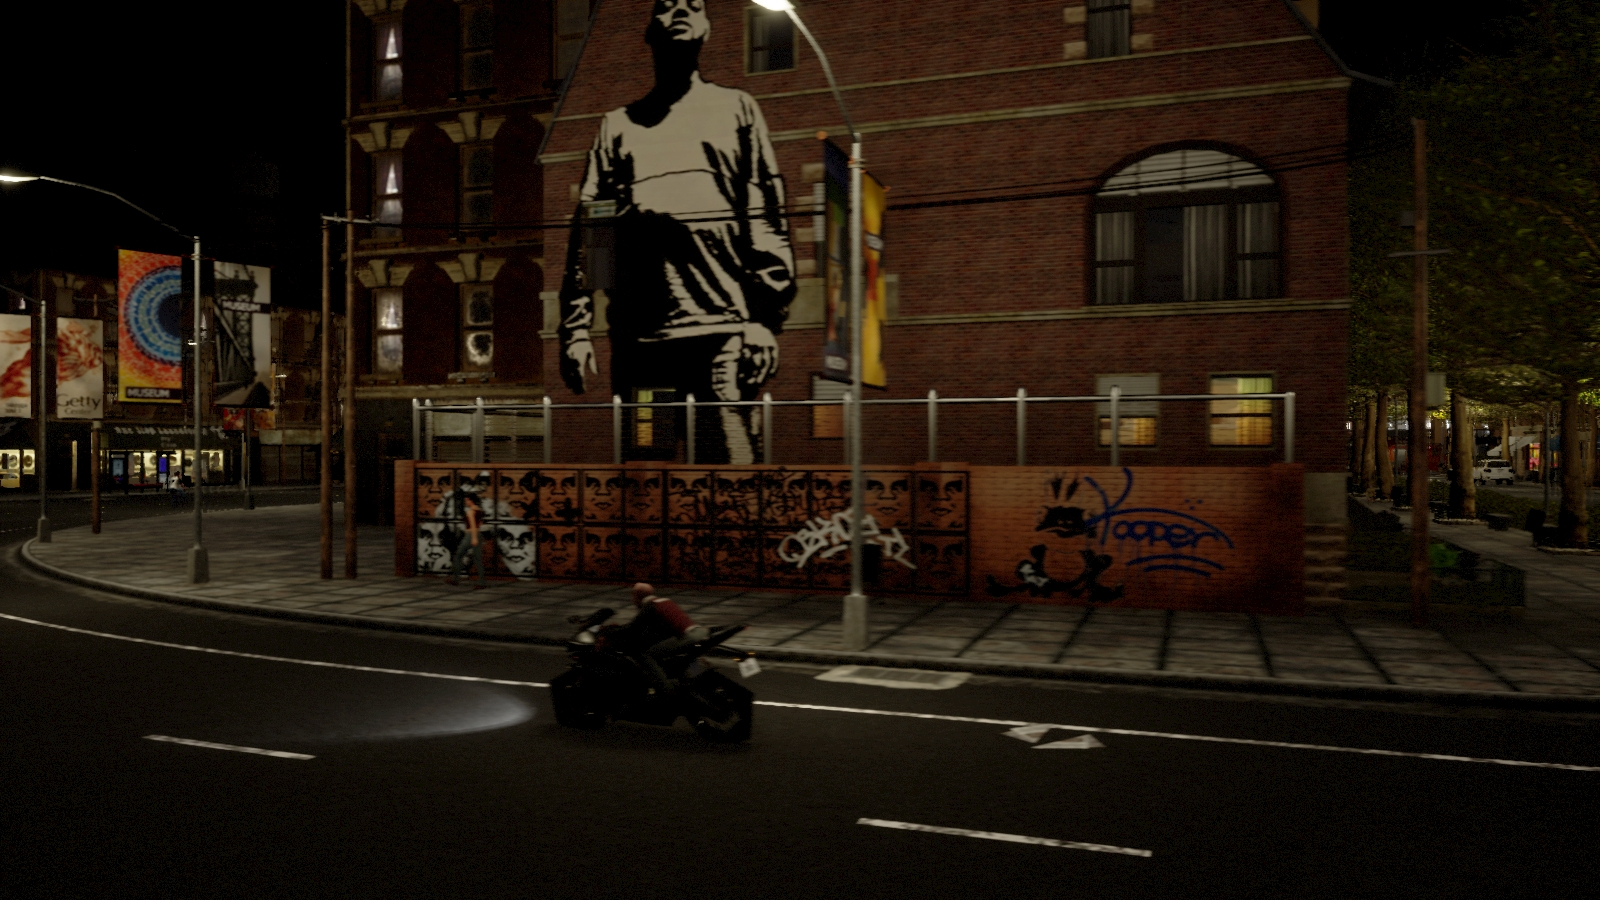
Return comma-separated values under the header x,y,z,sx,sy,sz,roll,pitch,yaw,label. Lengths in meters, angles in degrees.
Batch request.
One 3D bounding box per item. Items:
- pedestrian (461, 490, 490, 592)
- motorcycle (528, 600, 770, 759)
x,y,z,sx,sy,sz,roll,pitch,yaw,label
-6.088,1.699,21.457,0.375,1.860,0.375,0,0,19,pedestrian
-1.487,2.206,11.253,2.209,1.251,0.867,0,0,21,motorcycle
